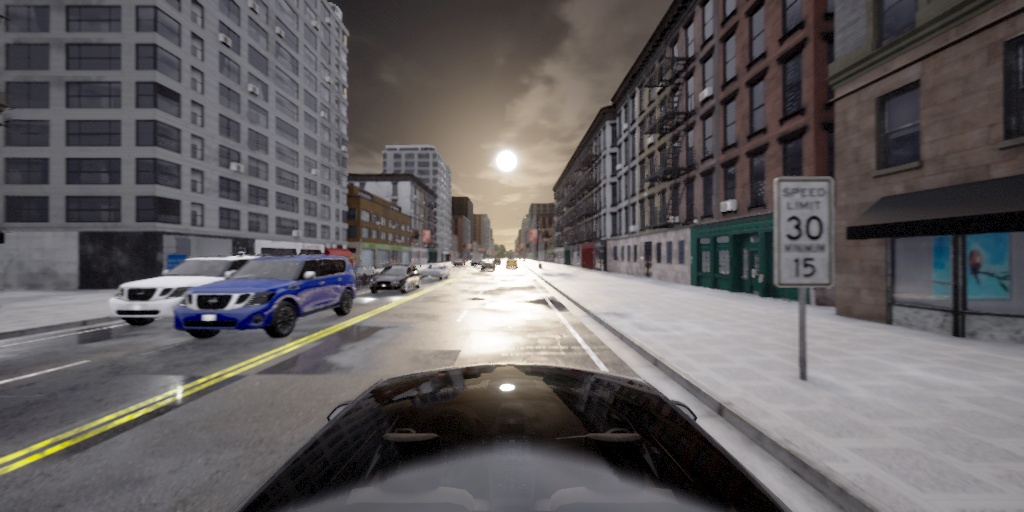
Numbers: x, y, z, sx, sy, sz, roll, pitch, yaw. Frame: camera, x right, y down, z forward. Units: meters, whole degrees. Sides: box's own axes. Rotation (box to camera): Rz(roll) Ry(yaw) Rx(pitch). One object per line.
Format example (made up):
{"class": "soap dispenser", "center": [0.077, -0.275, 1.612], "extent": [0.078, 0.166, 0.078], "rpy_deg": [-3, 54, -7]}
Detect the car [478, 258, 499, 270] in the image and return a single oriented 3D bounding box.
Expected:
{"class": "car", "center": [-3.293, 1.332, 51.302], "extent": [1.895, 1.301, 4.718], "rpy_deg": [0, 0, 0]}

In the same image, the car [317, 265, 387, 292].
{"class": "car", "center": [-9.806, 1.311, 22.597], "extent": [2.033, 1.411, 5.357], "rpy_deg": [0, 0, 0]}

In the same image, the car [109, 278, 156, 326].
{"class": "car", "center": [-9.834, 0.991, 12.166], "extent": [2.150, 2.045, 5.566], "rpy_deg": [0, 0, 0]}

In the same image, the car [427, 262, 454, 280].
{"class": "car", "center": [-6.581, 1.352, 30.874], "extent": [1.895, 1.301, 4.718], "rpy_deg": [0, 0, 0]}

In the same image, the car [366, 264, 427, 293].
{"class": "car", "center": [-6.550, 1.262, 20.694], "extent": [1.837, 1.490, 4.892], "rpy_deg": [0, 0, 0]}

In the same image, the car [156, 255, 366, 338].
{"class": "car", "center": [-6.591, 0.984, 10.555], "extent": [2.150, 2.045, 5.566], "rpy_deg": [0, 0, 0]}

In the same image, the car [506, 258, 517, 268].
{"class": "car", "center": [-0.072, 1.195, 61.948], "extent": [1.882, 1.535, 5.008], "rpy_deg": [0, 0, 0]}
